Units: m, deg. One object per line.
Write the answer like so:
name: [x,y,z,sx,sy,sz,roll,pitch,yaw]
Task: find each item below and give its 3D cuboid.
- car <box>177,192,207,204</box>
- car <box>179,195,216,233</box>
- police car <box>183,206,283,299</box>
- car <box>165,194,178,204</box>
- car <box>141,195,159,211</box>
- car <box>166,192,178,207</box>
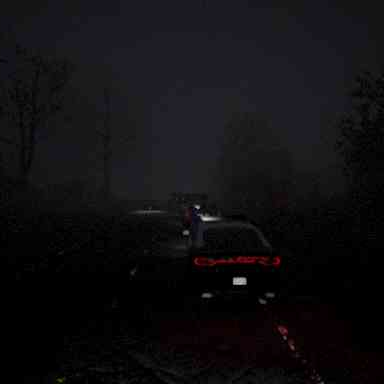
car: [0.206,1.097,24.519,2.150,2.045,5.566,0,0,-3]
car: [0.492,1.255,18.437,2.097,1.767,4.553,0,0,-2]
police car: [0.799,1.380,8.534,1.930,1.638,5.238,0,0,-1]
car: [-3.696,1.208,59.191,1.837,1.490,4.892,0,0,-8]
car: [-4.767,1.352,38.484,2.033,1.411,5.357,0,0,-5]
car: [-2.187,0.990,45.303,2.150,2.045,5.566,0,0,-5]
